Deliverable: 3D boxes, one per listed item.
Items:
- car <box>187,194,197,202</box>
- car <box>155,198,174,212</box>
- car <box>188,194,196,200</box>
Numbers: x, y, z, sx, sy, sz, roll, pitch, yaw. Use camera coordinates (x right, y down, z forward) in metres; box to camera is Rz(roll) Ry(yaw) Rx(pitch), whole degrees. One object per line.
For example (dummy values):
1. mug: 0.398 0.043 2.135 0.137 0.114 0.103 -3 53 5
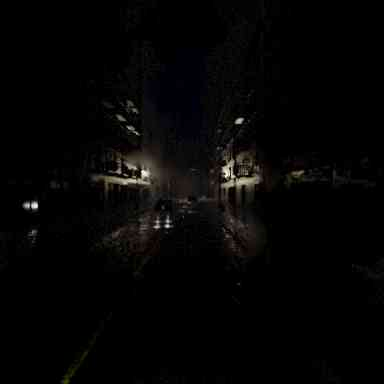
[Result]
1. car: -0.004 1.301 69.738 1.837 1.490 4.892 0 0 0
2. car: -3.002 1.378 37.127 2.128 1.511 4.902 0 0 0
3. car: -0.005 1.191 80.156 1.882 1.535 5.008 0 0 0
